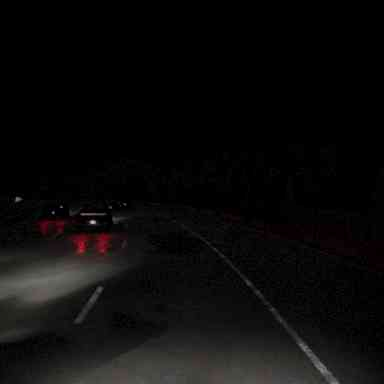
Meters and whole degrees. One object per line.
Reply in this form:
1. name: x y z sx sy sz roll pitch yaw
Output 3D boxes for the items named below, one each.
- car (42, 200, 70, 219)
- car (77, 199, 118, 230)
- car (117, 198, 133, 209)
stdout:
1. car: -11.438 1.388 28.089 2.128 1.511 4.902 0 0 -17
2. car: -5.842 1.411 20.326 2.128 1.511 4.902 0 0 -12
3. car: -8.602 1.397 40.614 1.994 1.385 4.181 0 0 -23
